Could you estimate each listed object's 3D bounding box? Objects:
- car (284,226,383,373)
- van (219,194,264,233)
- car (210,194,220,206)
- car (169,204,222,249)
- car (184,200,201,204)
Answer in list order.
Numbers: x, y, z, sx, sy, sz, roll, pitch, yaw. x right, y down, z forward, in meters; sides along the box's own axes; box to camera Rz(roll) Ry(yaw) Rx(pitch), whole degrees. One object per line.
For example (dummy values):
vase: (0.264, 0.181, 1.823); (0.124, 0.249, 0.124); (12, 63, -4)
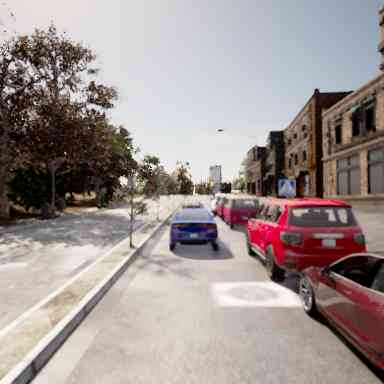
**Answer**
car: (3.049, 1.509, 4.543); (2.163, 1.488, 4.792); (0, 0, 0)
van: (3.045, 1.232, 21.268); (1.878, 1.987, 4.442); (0, 0, 0)
car: (3.041, 1.177, 32.273); (2.435, 2.045, 5.566); (0, 0, 0)
car: (0.070, 1.468, 14.524); (1.882, 1.535, 5.008); (0, -1, 0)
car: (0.061, 1.452, 28.680); (2.128, 1.511, 4.902); (0, 0, 0)
